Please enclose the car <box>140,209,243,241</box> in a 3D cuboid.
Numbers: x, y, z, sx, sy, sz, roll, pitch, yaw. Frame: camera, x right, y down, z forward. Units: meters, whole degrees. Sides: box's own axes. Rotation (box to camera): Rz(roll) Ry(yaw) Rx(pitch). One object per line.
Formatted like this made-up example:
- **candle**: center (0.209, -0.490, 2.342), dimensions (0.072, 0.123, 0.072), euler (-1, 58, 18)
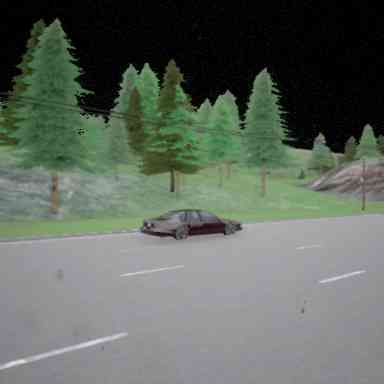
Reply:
- **car**: center (0.086, 1.564, 16.708), dimensions (5.357, 1.411, 2.033), euler (0, 0, -35)
